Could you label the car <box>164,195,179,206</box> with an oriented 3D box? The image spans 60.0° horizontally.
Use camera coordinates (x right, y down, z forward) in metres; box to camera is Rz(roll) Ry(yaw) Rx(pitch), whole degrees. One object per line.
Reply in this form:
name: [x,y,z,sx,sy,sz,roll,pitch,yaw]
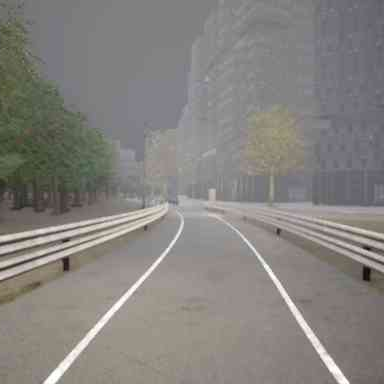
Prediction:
car: [-4.035,1.625,63.952,2.150,2.045,5.566,0,0,-16]
